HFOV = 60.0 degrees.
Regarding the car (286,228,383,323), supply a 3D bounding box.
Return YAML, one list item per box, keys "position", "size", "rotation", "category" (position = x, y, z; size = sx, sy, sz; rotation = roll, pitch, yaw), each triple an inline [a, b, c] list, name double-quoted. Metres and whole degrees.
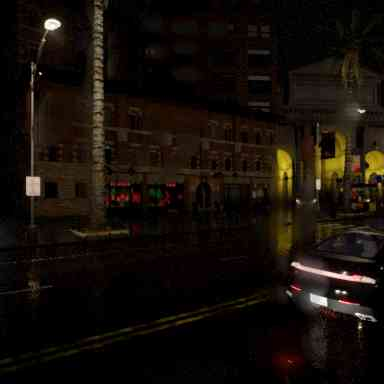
- position: [3.982, 1.492, 6.652]
  size: [4.902, 1.511, 2.128]
  rotation: [0, 0, -35]
  category: "car"
